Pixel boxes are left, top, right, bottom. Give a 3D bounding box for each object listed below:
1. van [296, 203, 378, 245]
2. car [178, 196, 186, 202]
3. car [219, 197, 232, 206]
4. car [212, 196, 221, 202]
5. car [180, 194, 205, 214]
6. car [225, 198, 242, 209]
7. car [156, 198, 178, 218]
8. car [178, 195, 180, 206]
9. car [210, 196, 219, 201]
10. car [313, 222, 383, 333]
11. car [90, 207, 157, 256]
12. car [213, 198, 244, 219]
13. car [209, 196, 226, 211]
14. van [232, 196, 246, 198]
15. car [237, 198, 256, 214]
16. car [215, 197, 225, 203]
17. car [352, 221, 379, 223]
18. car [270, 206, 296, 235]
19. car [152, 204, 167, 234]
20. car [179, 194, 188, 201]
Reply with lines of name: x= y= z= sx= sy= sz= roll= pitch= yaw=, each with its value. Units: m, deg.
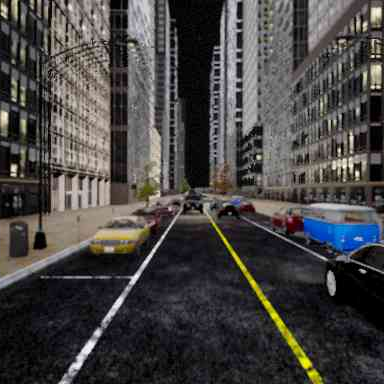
van: x=5.721 y=1.383 z=13.255 sx=1.690 sy=1.788 sz=3.998 roll=0 pitch=0 yaw=0
car: x=-2.434 y=1.610 z=81.432 sx=1.752 sy=1.417 sz=4.829 roll=0 pitch=0 yaw=0
car: x=5.872 y=1.649 z=58.792 sx=2.008 sy=1.369 sz=4.403 roll=0 pitch=0 yaw=0
car: x=5.948 y=1.683 z=81.561 sx=1.947 sy=1.339 sz=4.313 roll=0 pitch=0 yaw=0
car: x=0.110 y=1.272 z=35.743 sx=2.150 sy=2.045 sz=5.566 roll=0 pitch=0 yaw=0
car: x=5.835 y=1.631 z=47.408 sx=1.887 sy=1.381 sz=4.507 roll=0 pitch=0 yaw=0
car: x=-2.603 y=1.474 z=30.374 sx=1.967 sy=1.590 sz=4.097 roll=0 pitch=0 yaw=0
car: x=-2.527 y=1.626 z=53.141 sx=1.947 sy=1.339 sz=4.313 roll=0 pitch=0 yaw=0
car: x=5.966 y=1.671 z=87.254 sx=2.008 sy=1.369 sz=4.403 roll=0 pitch=0 yaw=0
car: x=3.703 y=1.529 z=5.443 sx=1.837 sy=1.490 sz=4.892 roll=0 pitch=0 yaw=4
car: x=-2.659 y=1.535 z=13.127 sx=1.752 sy=1.417 sz=4.829 roll=0 pitch=0 yaw=0
car: x=3.129 y=1.581 z=29.556 sx=1.812 sy=1.442 sz=4.674 roll=0 pitch=0 yaw=1
car: x=3.138 y=1.617 z=41.614 sx=2.033 sy=1.411 sz=5.357 roll=0 pitch=0 yaw=0
van: x=5.816 y=1.421 z=41.716 sx=1.690 sy=1.788 sz=3.998 roll=0 pitch=0 yaw=0
car: x=5.797 y=1.655 z=36.023 sx=1.802 sy=1.307 sz=4.206 roll=0 pitch=0 yaw=0
car: x=5.909 y=1.690 z=70.178 sx=1.802 sy=1.307 sz=4.206 roll=0 pitch=0 yaw=0
car: x=5.703 y=1.600 z=7.562 sx=1.947 sy=1.339 sz=4.313 roll=0 pitch=0 yaw=0
car: x=5.740 y=1.491 z=18.948 sx=1.967 sy=1.590 sz=4.097 roll=0 pitch=0 yaw=0
car: x=-2.640 y=1.600 z=18.989 sx=1.802 sy=1.307 sz=4.206 roll=0 pitch=0 yaw=0
car: x=-2.396 y=1.405 z=92.985 sx=2.192 sy=1.841 sz=5.009 roll=0 pitch=0 yaw=0
